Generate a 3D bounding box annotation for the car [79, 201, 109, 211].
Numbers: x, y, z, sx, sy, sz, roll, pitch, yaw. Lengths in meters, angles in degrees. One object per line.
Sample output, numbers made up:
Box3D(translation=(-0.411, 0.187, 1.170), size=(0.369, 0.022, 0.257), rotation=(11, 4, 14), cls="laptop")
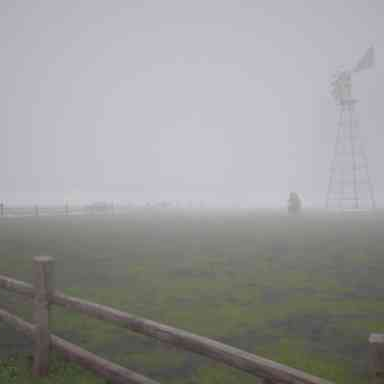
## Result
Box3D(translation=(-14.975, 2.116, 50.916), size=(2.097, 1.767, 4.553), rotation=(-1, -2, 35), cls="car")
